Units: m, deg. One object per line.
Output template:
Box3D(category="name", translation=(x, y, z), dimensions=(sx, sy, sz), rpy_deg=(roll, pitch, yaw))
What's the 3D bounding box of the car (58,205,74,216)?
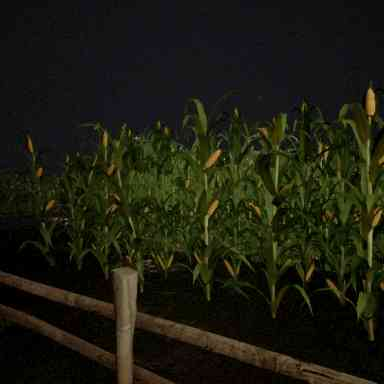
Box3D(category="car", translation=(-9.207, 1.416, 28.393), dimensions=(1.994, 1.385, 4.181), rpy_deg=(0, 1, 36))
